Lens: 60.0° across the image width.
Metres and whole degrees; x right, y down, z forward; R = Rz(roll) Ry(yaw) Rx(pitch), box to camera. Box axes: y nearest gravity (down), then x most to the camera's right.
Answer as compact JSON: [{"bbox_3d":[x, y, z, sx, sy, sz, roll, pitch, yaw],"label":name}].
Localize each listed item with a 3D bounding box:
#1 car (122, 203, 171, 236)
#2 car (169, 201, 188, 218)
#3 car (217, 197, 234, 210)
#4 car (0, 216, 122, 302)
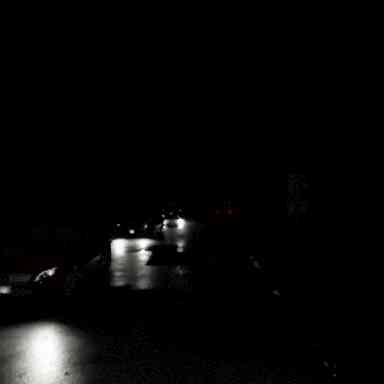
[{"bbox_3d":[-2.752,1.573,19.007,2.033,1.411,5.357,0,0,5],"label":"car"},{"bbox_3d":[-1.493,1.577,30.976,1.812,1.442,4.674,0,0,7],"label":"car"},{"bbox_3d":[4.688,1.475,46.365,2.097,1.767,4.553,0,0,11],"label":"car"},{"bbox_3d":[-3.358,1.532,8.446,1.812,1.442,4.674,0,0,2],"label":"car"}]
